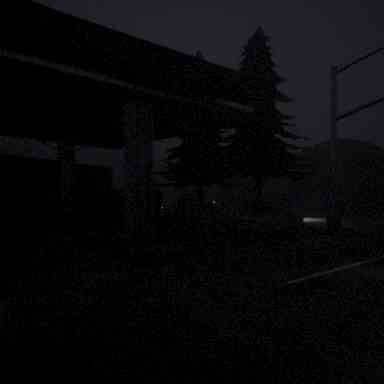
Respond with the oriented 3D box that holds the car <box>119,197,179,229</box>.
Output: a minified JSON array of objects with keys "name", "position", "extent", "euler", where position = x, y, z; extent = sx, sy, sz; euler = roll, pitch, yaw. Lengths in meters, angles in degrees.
[{"name":"car","position":[-2.806,1.182,19.534],"extent":[1.905,1.878,3.866],"euler":[-1,1,-36]}]

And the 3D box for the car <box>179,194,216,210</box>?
[{"name":"car","position":[0.397,0.960,33.901],"extent":[2.097,1.767,4.553],"euler":[-1,1,-36]}]

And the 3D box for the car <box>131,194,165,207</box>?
[{"name":"car","position":[-5.747,1.060,42.570],"extent":[2.033,1.411,5.357],"euler":[-1,1,-35]}]

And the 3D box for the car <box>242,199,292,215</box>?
[{"name":"car","position":[5.820,1.256,26.266],"extent":[1.994,1.385,4.181],"euler":[-1,1,-35]}]

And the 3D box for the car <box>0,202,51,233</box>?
[{"name":"car","position":[-9.934,1.400,19.721],"extent":[2.242,1.667,4.611],"euler":[-1,1,-36]}]
